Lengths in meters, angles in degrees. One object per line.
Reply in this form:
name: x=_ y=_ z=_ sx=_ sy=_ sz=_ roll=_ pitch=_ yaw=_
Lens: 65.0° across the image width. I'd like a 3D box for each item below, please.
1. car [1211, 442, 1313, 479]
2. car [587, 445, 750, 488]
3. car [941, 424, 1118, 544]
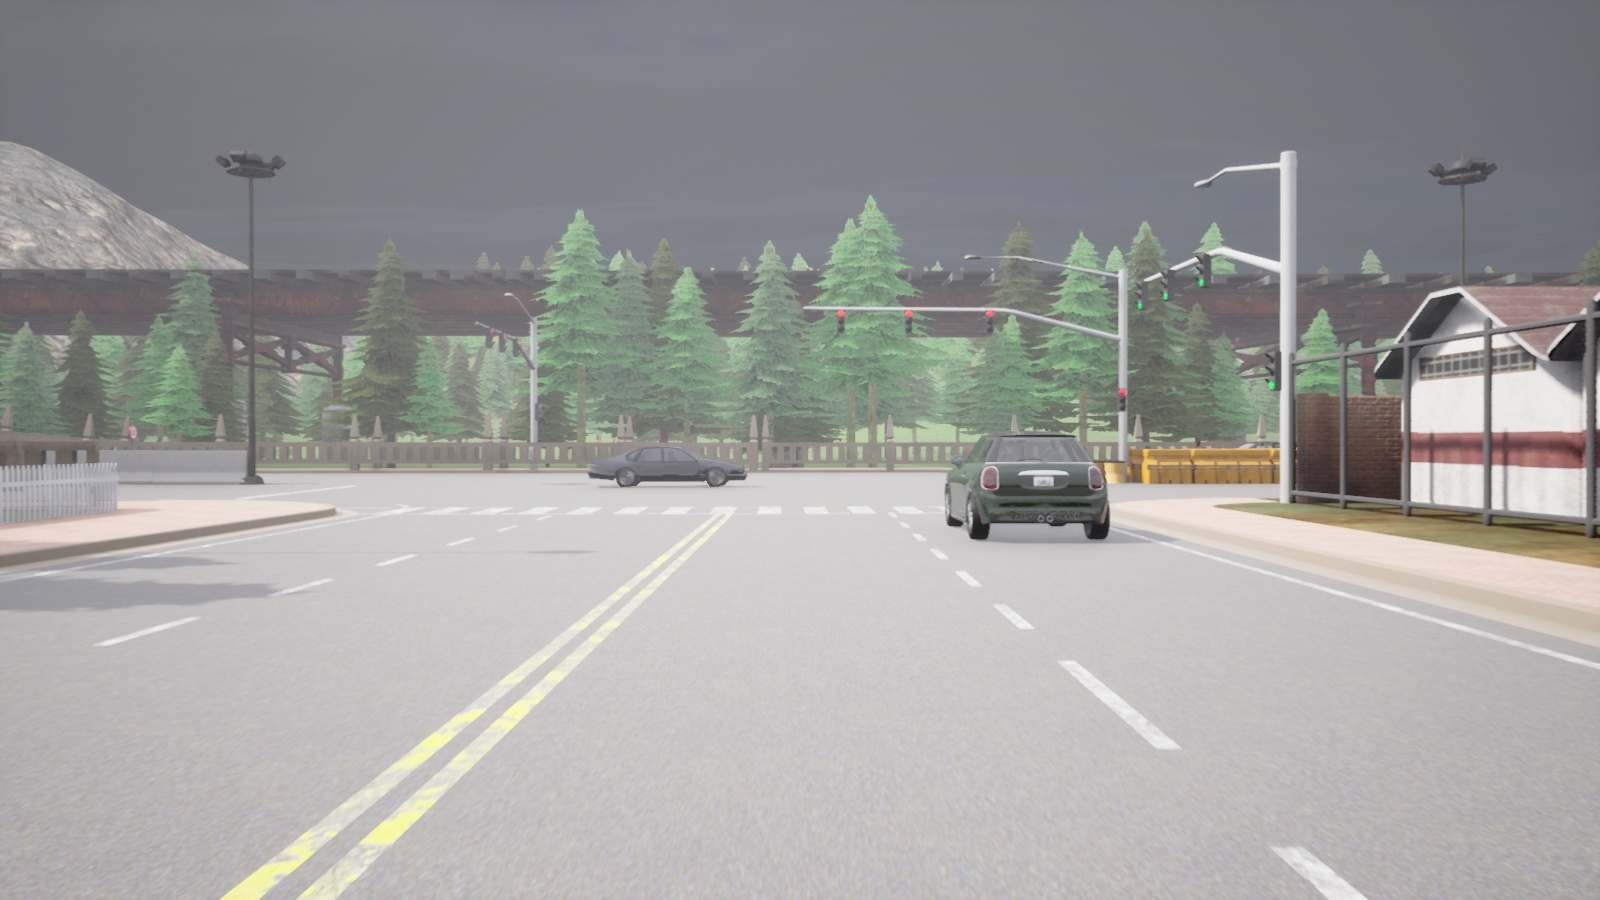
car: x=19.684 y=0.439 z=53.623 sx=3.705 sy=1.549 sz=1.789 roll=0 pitch=0 yaw=-1
car: x=-4.382 y=0.551 z=42.512 sx=5.357 sy=1.411 sz=2.033 roll=0 pitch=0 yaw=-1
car: x=3.634 y=0.491 z=20.760 sx=2.097 sy=1.767 sz=4.553 roll=0 pitch=0 yaw=0
